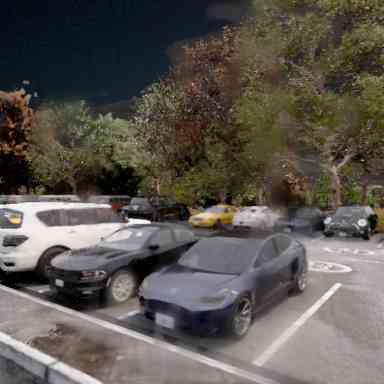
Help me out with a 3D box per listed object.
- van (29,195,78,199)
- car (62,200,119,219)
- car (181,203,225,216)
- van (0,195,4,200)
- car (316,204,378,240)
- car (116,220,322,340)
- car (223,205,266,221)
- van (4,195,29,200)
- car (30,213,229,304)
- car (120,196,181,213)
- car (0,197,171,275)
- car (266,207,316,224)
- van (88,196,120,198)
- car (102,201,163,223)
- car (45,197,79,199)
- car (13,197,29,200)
[{"bbox_3d":[-13.776,1.335,33.974,1.878,1.987,4.442,0,0,36],"label":"van"},{"bbox_3d":[-9.332,1.575,30.917,2.163,1.488,4.792,0,0,36],"label":"car"},{"bbox_3d":[1.848,1.568,22.531,1.946,1.575,5.366,0,0,36],"label":"car"},{"bbox_3d":[-20.518,1.384,38.860,1.878,1.987,4.442,0,0,36],"label":"van"},{"bbox_3d":[8.599,1.466,17.896,2.185,1.767,4.553,0,0,36],"label":"car"},{"bbox_3d":[0.978,1.630,7.192,2.163,1.488,4.792,0,0,36],"label":"car"},{"bbox_3d":[4.197,1.618,21.051,2.002,1.452,4.674,0,0,36],"label":"car"},{"bbox_3d":[-18.139,1.367,37.421,1.878,1.987,4.442,0,0,36],"label":"van"},{"bbox_3d":[-1.248,1.593,8.851,2.097,1.535,5.008,0,0,36],"label":"car"},{"bbox_3d":[-2.507,1.306,25.960,2.435,2.045,5.566,0,0,36],"label":"car"},{"bbox_3d":[-3.480,1.335,10.500,2.435,2.045,5.566,0,0,36],"label":"car"},{"bbox_3d":[6.423,1.614,19.402,2.163,1.488,4.792,0,0,36],"label":"car"},{"bbox_3d":[-7.038,1.320,29.359,1.878,1.987,4.442,0,0,36],"label":"van"},{"bbox_3d":[-4.782,1.580,27.541,2.163,1.488,4.792,0,0,36],"label":"car"},{"bbox_3d":[-11.468,1.579,32.468,2.163,1.488,4.792,0,0,36],"label":"car"},{"bbox_3d":[-15.962,1.575,35.703,2.097,1.535,5.008,0,0,36],"label":"car"}]
